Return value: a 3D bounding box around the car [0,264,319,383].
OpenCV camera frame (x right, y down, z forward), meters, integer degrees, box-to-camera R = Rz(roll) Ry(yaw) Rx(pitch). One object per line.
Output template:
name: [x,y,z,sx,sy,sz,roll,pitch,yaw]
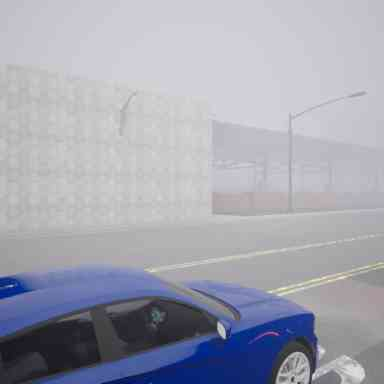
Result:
car: [-0.820,1.478,3.163,5.008,1.535,1.882,0,0,-36]
